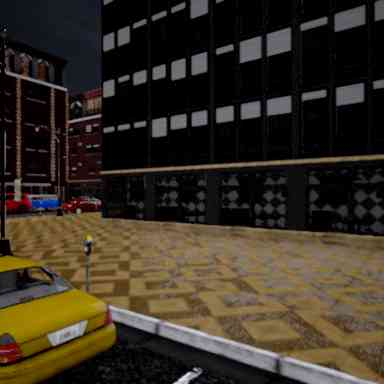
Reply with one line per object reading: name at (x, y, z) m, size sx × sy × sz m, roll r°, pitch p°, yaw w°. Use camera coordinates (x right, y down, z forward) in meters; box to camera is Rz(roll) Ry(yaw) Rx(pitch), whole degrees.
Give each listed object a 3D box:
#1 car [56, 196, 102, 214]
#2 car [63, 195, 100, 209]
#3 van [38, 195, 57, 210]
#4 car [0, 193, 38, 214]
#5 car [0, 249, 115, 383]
car at (-10.722, 1.405, 33.112) m, size 1.887 × 1.381 × 4.507 m, roll 1°, pitch 1°, yaw 35°
car at (-13.963, 1.255, 42.237) m, size 1.967 × 1.590 × 4.097 m, roll 1°, pitch 1°, yaw 35°
van at (-17.199, 1.225, 37.596) m, size 1.690 × 1.788 × 3.998 m, roll 1°, pitch 1°, yaw 35°
car at (-18.257, 1.165, 31.779) m, size 2.150 × 2.045 × 5.566 m, roll 0°, pitch 1°, yaw 35°
car at (-3.259, 1.552, 5.044) m, size 4.829 × 1.417 × 1.752 m, roll 0°, pitch 0°, yaw 36°
